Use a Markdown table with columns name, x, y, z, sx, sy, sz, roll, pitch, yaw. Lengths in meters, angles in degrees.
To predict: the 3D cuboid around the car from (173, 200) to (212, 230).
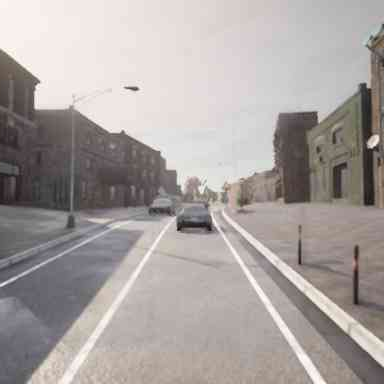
| name | x | y | z | sx | sy | sz | roll | pitch | yaw |
| --- | --- | --- | --- | --- | --- | --- | --- | --- | --- |
| car | 0.150 | 1.381 | 19.482 | 1.994 | 1.385 | 4.181 | 0 | 0 | 1 |

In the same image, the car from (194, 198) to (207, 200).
| name | x | y | z | sx | sy | sz | roll | pitch | yaw |
| --- | --- | --- | --- | --- | --- | --- | --- | --- | --- |
| car | 1.011 | 1.418 | 36.980 | 2.128 | 1.511 | 4.902 | 0 | -1 | 5 |

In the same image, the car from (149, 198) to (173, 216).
| name | x | y | z | sx | sy | sz | roll | pitch | yaw |
| --- | --- | --- | --- | --- | --- | --- | --- | --- | --- |
| car | -2.679 | 1.320 | 30.234 | 1.882 | 1.535 | 5.008 | 0 | -1 | 3 |
